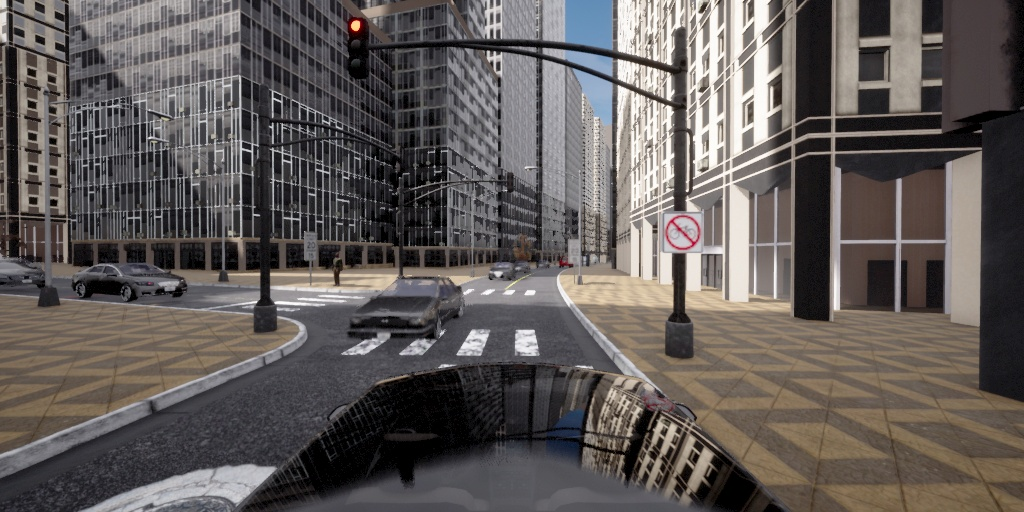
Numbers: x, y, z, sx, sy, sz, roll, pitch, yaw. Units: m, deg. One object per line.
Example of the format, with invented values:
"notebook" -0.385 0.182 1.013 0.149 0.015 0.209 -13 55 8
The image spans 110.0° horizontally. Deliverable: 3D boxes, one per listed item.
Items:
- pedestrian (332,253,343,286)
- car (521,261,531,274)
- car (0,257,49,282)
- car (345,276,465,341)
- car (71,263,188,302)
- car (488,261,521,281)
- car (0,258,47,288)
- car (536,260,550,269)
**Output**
"pedestrian" -9.518 0.716 19.477 0.375 1.860 0.375 0 0 16
"car" 1.047 1.333 42.470 2.128 1.511 4.902 0 0 11
"car" -33.439 0.817 23.456 5.357 1.411 2.033 1 1 16
"car" -2.593 1.292 10.217 2.033 1.411 5.357 0 0 2
"car" -16.366 1.043 15.381 4.902 1.511 2.128 1 1 16
"car" -0.771 1.285 30.767 2.128 1.511 4.902 0 0 8
"car" -25.926 0.941 18.180 4.674 1.442 1.812 1 1 17
"car" 5.387 1.450 61.713 2.128 1.511 4.902 0 0 15
